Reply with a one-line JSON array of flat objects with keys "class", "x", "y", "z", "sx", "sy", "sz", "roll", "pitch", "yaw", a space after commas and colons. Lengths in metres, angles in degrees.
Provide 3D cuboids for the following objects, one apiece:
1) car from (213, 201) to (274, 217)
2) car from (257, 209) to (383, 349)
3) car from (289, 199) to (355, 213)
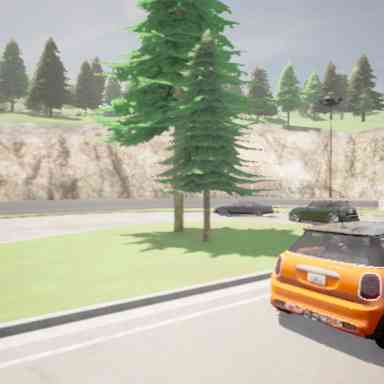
[{"class": "car", "x": 4.624, "y": 1.491, "z": 30.000, "sx": 5.357, "sy": 1.411, "sz": 2.033, "roll": 0, "pitch": 0, "yaw": 11}, {"class": "car", "x": 3.644, "y": 1.342, "z": 6.321, "sx": 4.553, "sy": 1.767, "sz": 2.097, "roll": 0, "pitch": 0, "yaw": -35}, {"class": "car", "x": 9.024, "y": 1.314, "z": 23.227, "sx": 2.097, "sy": 1.767, "sz": 4.553, "roll": 0, "pitch": 0, "yaw": -36}]
